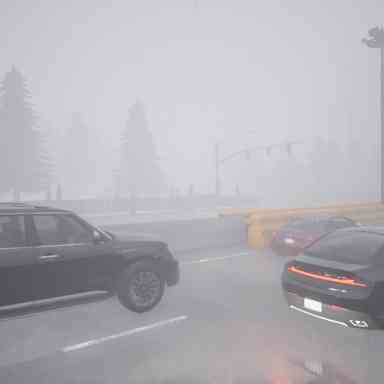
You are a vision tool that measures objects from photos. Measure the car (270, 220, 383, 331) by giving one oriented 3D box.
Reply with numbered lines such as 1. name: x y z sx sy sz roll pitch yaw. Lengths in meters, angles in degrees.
1. car: 3.808 1.435 6.464 4.892 1.490 1.837 -1 1 -35

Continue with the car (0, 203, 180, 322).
1. car: -2.912 1.217 5.968 5.566 2.045 2.150 0 0 -36

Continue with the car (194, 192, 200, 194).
1. car: 1.048 0.834 76.665 2.128 1.511 4.902 -1 1 3

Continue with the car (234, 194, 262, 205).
1. car: 7.564 1.026 46.105 2.128 1.511 4.902 -1 1 -35

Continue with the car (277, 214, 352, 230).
1. car: 4.619 1.441 11.331 4.181 1.385 1.994 -1 1 -35
